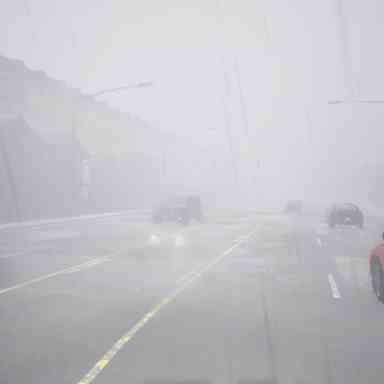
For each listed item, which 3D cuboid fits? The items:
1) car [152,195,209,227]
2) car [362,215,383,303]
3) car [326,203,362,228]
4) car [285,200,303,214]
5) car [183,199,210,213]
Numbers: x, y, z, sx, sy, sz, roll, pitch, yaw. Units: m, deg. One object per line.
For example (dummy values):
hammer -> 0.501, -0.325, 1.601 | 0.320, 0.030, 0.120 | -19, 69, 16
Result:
car -> -0.825, 1.221, 23.277 | 2.150, 2.045, 5.566 | 0, 0, 18
car -> 4.338, 1.218, 4.829 | 2.150, 2.045, 5.566 | 0, -1, 15
car -> 10.156, 1.477, 22.370 | 1.882, 1.535, 5.008 | 0, 0, 18
car -> 11.114, 1.547, 36.290 | 2.033, 1.411, 5.357 | 0, 0, 18
car -> 0.623, 1.525, 38.542 | 1.812, 1.442, 4.674 | 0, 0, 19
